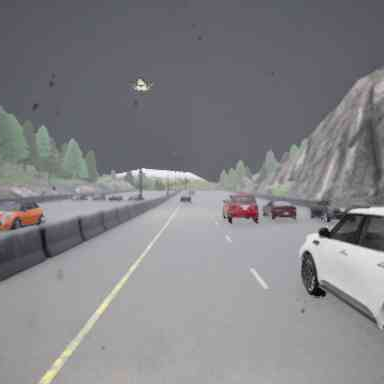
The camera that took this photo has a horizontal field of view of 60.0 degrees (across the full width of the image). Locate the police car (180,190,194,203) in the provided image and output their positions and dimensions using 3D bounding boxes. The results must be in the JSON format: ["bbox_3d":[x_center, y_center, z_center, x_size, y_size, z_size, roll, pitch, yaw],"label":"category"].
[{"bbox_3d":[-1.045,1.016,56.624,1.930,1.638,5.238,0,1,0],"label":"police car"}]

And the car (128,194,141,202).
[{"bbox_3d":[-10.520,1.033,61.156,1.812,1.442,4.674,0,1,1],"label":"car"}]

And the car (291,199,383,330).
[{"bbox_3d":[3.600,1.234,5.510,2.150,2.045,5.566,0,0,0],"label":"car"}]

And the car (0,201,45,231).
[{"bbox_3d":[-10.597,1.343,19.664,2.097,1.767,4.553,0,0,0],"label":"car"}]

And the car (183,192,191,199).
[{"bbox_3d":[-1.043,0.797,72.529,1.812,1.442,4.674,0,1,0],"label":"car"}]

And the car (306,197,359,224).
[{"bbox_3d":[10.602,1.313,25.526,2.097,1.767,4.553,0,0,0],"label":"car"}]

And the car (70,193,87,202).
[{"bbox_3d":[-21.011,0.995,61.882,2.128,1.511,4.902,0,1,0],"label":"car"}]

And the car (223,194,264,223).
[{"bbox_3d":[3.602,1.184,25.209,2.150,2.045,5.566,0,0,0],"label":"car"}]

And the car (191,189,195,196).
[{"bbox_3d":[0.011,0.244,92.095,2.033,1.411,5.357,0,1,0],"label":"car"}]

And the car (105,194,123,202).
[{"bbox_3d":[-14.012,1.110,61.057,1.895,1.301,4.718,0,1,0],"label":"car"}]

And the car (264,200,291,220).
[{"bbox_3d":[7.103,1.427,27.454,1.882,1.535,5.008,0,0,0],"label":"car"}]

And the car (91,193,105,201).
[{"bbox_3d":[-17.511,0.978,62.714,1.837,1.490,4.892,0,1,1],"label":"car"}]
